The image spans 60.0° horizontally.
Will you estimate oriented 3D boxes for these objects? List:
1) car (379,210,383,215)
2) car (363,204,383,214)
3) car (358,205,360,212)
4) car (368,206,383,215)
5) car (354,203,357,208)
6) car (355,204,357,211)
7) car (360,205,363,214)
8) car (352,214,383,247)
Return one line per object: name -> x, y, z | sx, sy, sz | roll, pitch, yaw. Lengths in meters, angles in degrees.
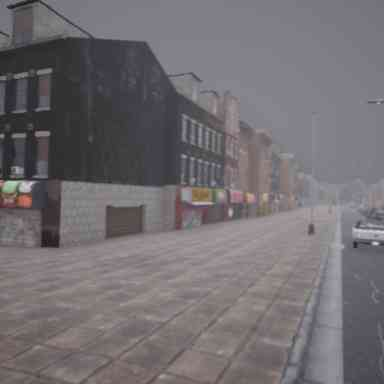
car -> 15.992, 2.328, 25.767 | 1.802, 1.307, 4.206 | 1, -1, 24
car -> 22.705, 2.442, 40.732 | 2.192, 1.841, 5.009 | 1, -1, 24
car -> 29.402, 3.097, 55.692 | 1.947, 1.339, 4.313 | 1, -1, 24
car -> 20.463, 2.563, 35.742 | 1.947, 1.339, 4.313 | 1, -1, 24
car -> 36.109, 3.394, 70.656 | 1.967, 1.590, 4.097 | 1, -1, 24
car -> 33.871, 3.393, 65.667 | 1.802, 1.307, 4.206 | 1, -1, 24
car -> 27.168, 2.938, 50.705 | 1.887, 1.381, 4.507 | 1, -1, 24
car -> 9.131, 2.049, 16.836 | 1.895, 1.301, 4.718 | 1, -1, 25
